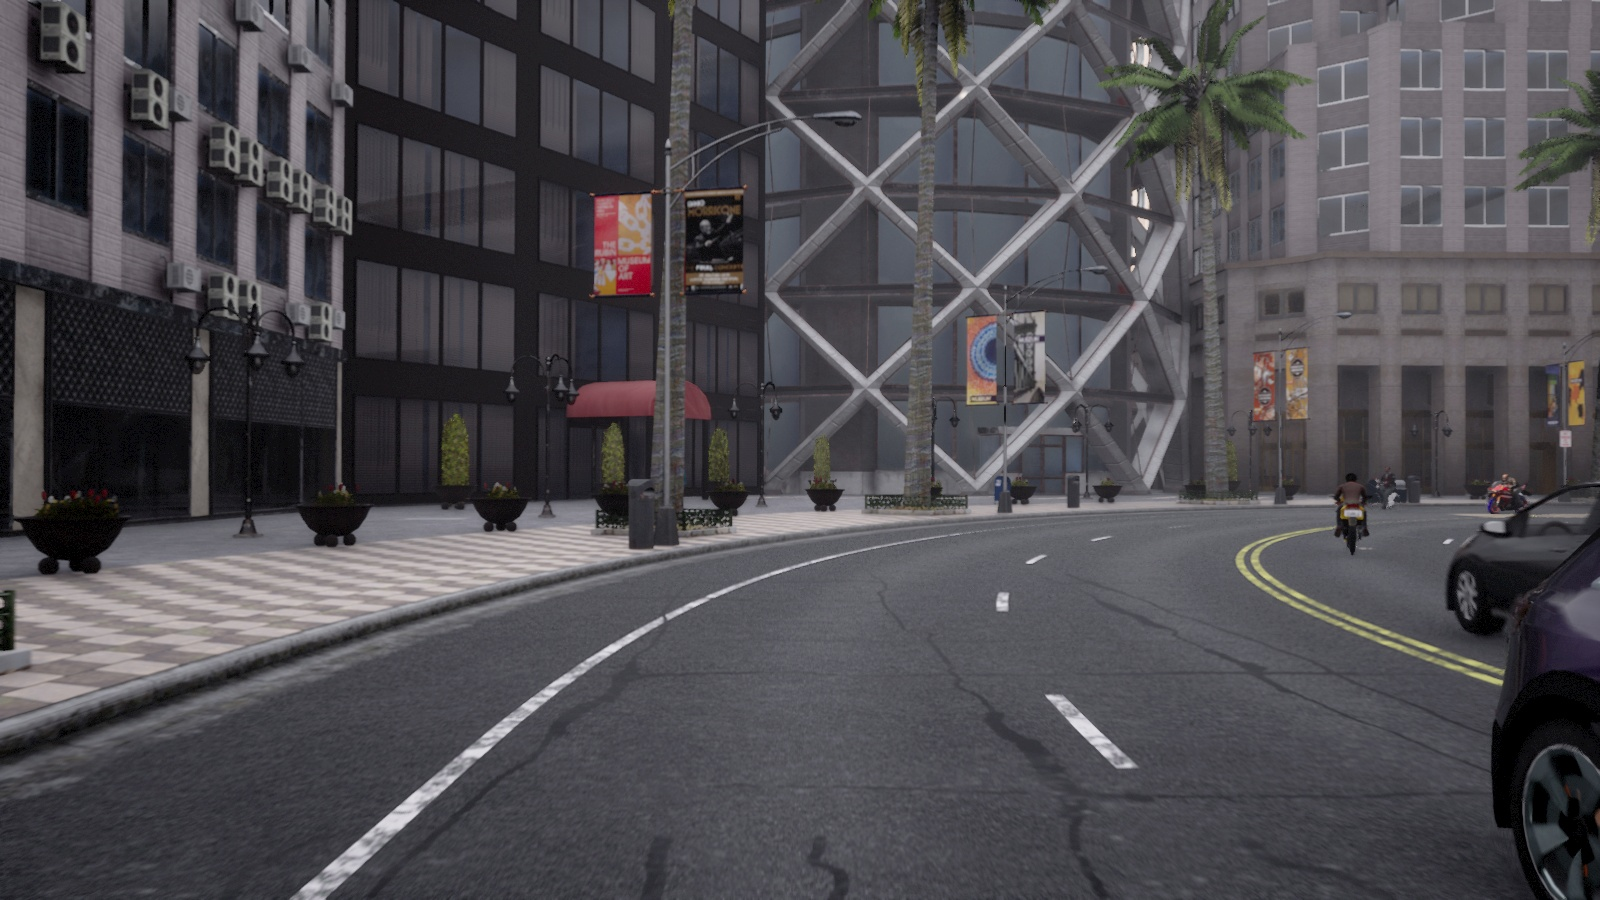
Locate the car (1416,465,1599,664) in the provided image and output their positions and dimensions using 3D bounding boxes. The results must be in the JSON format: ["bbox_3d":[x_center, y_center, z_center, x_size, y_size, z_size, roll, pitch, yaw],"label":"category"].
[{"bbox_3d":[7.211,0.890,10.629,2.007,1.525,4.514,0,-1,4],"label":"car"}]

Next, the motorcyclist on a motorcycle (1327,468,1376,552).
[{"bbox_3d":[10.576,1.116,24.134,0.797,1.523,2.044,0,-1,22],"label":"motorcyclist on a motorcycle"}]

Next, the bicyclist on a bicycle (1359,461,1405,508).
[{"bbox_3d":[22.390,1.323,48.302,1.843,1.776,0.659,1,-1,-30],"label":"bicyclist on a bicycle"}]

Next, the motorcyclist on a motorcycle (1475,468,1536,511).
[{"bbox_3d":[26.050,1.443,46.381,2.191,1.530,0.866,0,-1,-26],"label":"motorcyclist on a motorcycle"}]

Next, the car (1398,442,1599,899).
[{"bbox_3d":[3.499,0.772,2.771,2.033,1.649,4.856,0,-1,0],"label":"car"}]
